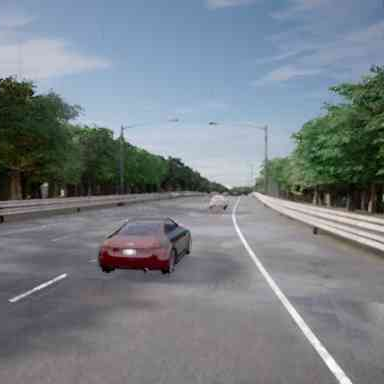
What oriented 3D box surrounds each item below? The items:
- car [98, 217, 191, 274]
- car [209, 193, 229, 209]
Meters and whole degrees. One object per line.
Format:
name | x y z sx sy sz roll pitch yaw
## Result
car | -1.242 1.451 10.275 1.994 1.385 4.181 0 1 9
car | 3.056 1.118 37.812 1.812 1.442 4.674 0 1 9
